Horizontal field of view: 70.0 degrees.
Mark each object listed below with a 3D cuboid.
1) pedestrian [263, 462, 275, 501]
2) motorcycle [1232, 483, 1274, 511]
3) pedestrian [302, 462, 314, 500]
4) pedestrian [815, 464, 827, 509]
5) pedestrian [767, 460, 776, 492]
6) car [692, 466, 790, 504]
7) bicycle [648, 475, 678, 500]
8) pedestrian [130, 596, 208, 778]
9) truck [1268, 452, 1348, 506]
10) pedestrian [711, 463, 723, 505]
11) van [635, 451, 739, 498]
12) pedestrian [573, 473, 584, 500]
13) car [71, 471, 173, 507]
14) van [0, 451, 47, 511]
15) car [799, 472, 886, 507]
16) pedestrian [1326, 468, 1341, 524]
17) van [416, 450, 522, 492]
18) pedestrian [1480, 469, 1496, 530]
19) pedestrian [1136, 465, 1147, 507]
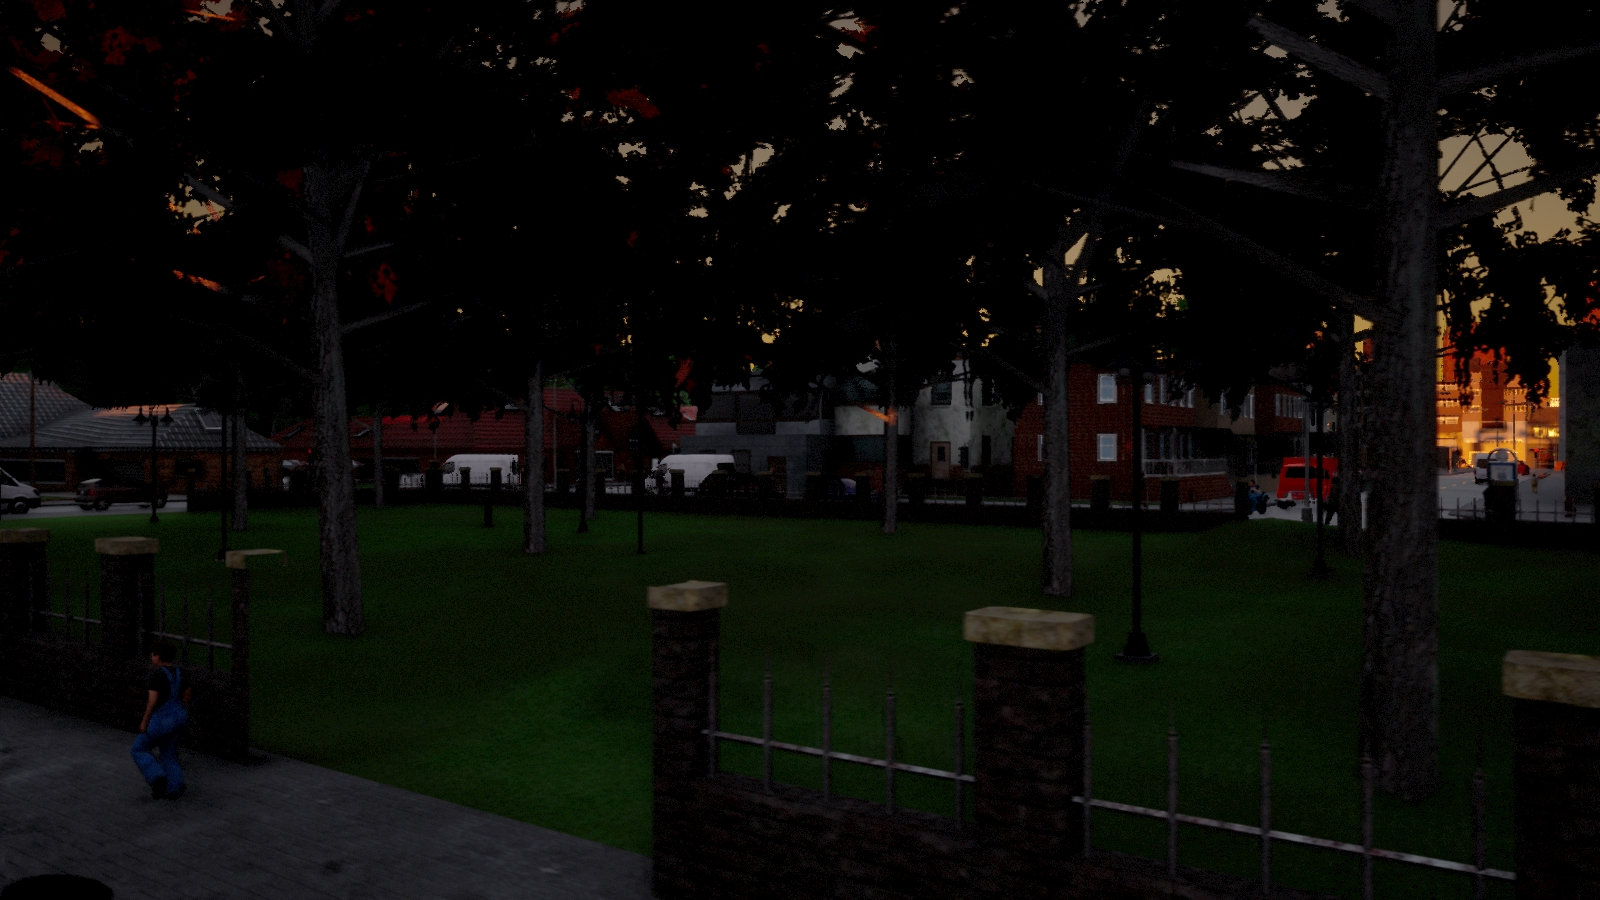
[{"bbox_3d":[-25.596,1.524,55.063,0.375,1.860,0.375,0,0,30],"label":"pedestrian"},{"bbox_3d":[19.415,1.993,48.953,2.033,1.145,0.803,0,0,-38],"label":"motorcycle"},{"bbox_3d":[-24.047,1.524,55.865,0.375,1.860,0.375,0,0,34],"label":"pedestrian"},{"bbox_3d":[0.887,1.524,47.644,0.375,1.860,0.375,0,0,31],"label":"pedestrian"},{"bbox_3d":[-1.658,1.516,66.175,0.375,1.860,0.375,0,0,35],"label":"pedestrian"},{"bbox_3d":[-2.961,1.685,56.789,4.553,1.767,2.097,0,0,35],"label":"car"},{"bbox_3d":[-7.175,1.940,59.815,1.835,1.271,0.329,0,0,35],"label":"bicycle"},{"bbox_3d":[-4.854,1.805,8.798,0.375,1.300,0.375,0,0,21],"label":"pedestrian"},{"bbox_3d":[24.549,1.349,55.093,2.627,2.467,5.204,0,0,35],"label":"truck"},{"bbox_3d":[-3.693,1.525,50.826,0.375,1.860,0.375,0,0,35],"label":"pedestrian"},{"bbox_3d":[-6.372,1.314,64.054,5.915,2.561,1.988,0,0,35],"label":"van"},{"bbox_3d":[-10.915,1.804,56.264,0.375,1.300,0.375,0,0,-41],"label":"pedestrian"},{"bbox_3d":[-31.787,1.805,53.660,1.789,1.549,3.705,0,0,35],"label":"car"},{"bbox_3d":[-35.588,1.314,48.342,1.988,2.561,5.915,0,0,36],"label":"van"},{"bbox_3d":[1.983,1.818,53.536,3.633,1.501,1.845,0,0,36],"label":"car"},{"bbox_3d":[17.738,1.524,37.974,0.375,1.860,0.375,0,0,35],"label":"pedestrian"},{"bbox_3d":[-20.448,1.314,70.721,5.915,2.561,1.988,0,-1,4],"label":"van"},{"bbox_3d":[21.163,1.525,35.155,0.375,1.860,0.375,0,0,40],"label":"pedestrian"},{"bbox_3d":[15.481,1.628,51.799,0.375,1.860,0.375,0,0,38],"label":"pedestrian"}]
